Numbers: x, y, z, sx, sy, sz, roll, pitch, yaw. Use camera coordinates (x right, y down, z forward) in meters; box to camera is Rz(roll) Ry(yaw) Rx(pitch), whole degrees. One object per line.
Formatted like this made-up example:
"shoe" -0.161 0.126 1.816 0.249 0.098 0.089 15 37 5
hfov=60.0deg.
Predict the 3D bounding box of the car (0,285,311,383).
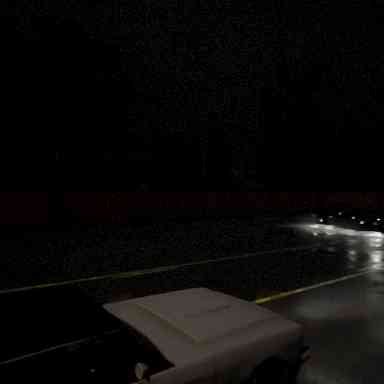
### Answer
"car" -1.052 1.603 2.996 4.718 1.301 1.895 0 0 -35

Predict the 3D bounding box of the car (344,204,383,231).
"car" 12.084 1.565 21.205 4.892 1.490 1.837 0 0 -36

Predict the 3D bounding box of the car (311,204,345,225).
"car" 11.234 1.612 24.898 5.357 1.411 2.033 0 0 -35
